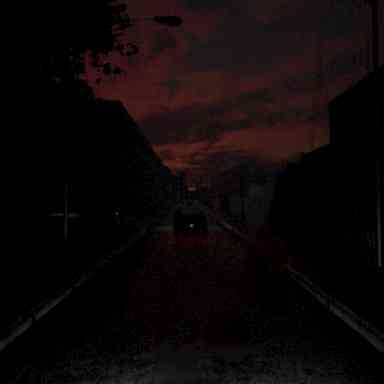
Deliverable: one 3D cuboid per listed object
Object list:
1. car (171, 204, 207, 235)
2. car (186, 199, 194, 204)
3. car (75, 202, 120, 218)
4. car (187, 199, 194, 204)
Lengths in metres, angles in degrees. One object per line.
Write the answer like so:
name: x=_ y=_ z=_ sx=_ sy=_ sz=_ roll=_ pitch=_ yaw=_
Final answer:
car: x=-0.216 y=1.729 z=20.483 sx=1.882 sy=1.535 sz=5.008 roll=0 pitch=-1 yaw=-4
car: x=-0.450 y=2.791 z=83.330 sx=1.895 sy=1.301 sz=4.718 roll=0 pitch=-1 yaw=0
car: x=-9.770 y=1.839 z=34.226 sx=4.892 sy=1.490 sz=1.837 roll=1 pitch=-3 yaw=22
car: x=-0.504 y=2.677 z=93.317 sx=1.812 sy=1.442 sz=4.674 roll=0 pitch=-1 yaw=0
